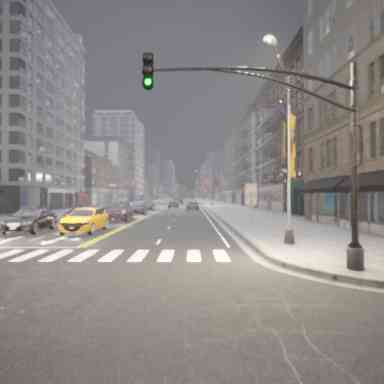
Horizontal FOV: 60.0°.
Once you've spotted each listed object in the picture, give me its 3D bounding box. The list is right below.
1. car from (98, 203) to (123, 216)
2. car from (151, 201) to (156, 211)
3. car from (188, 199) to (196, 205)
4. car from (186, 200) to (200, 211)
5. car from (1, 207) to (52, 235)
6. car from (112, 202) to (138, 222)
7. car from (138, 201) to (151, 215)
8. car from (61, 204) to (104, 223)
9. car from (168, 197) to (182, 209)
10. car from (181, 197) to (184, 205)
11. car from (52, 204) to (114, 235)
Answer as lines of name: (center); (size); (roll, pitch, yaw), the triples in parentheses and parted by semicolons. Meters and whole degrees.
car: (-9.751, 2.064, 40.351); (1.895, 1.301, 4.718); (0, -1, 0)
car: (-6.502, 2.070, 49.841); (1.837, 1.490, 4.892); (0, -1, 0)
car: (-0.002, 2.507, 81.815); (1.895, 1.301, 4.718); (0, -1, 0)
car: (0.099, 2.065, 51.013); (2.128, 1.511, 4.902); (0, -1, 0)
car: (-9.891, 1.734, 20.579); (2.128, 1.511, 4.902); (0, -1, -3)
car: (-6.559, 1.698, 29.968); (2.097, 1.767, 4.553); (0, -1, 0)
car: (-6.501, 2.018, 39.758); (1.994, 1.385, 4.181); (0, -1, 0)
car: (-9.813, 1.899, 30.325); (2.033, 1.411, 5.357); (0, -1, 1)
car: (-3.201, 2.168, 58.786); (1.837, 1.490, 4.892); (0, 0, 0)
car: (-3.253, 2.140, 81.883); (2.150, 2.045, 5.566); (0, -1, 0)
car: (-6.590, 1.720, 20.704); (1.882, 1.535, 5.008); (0, -1, 0)
